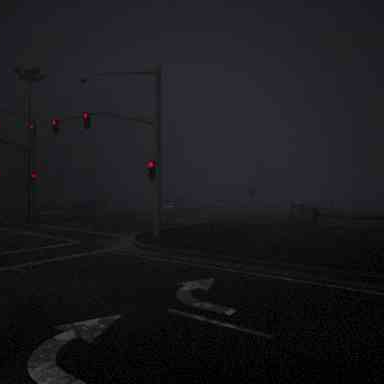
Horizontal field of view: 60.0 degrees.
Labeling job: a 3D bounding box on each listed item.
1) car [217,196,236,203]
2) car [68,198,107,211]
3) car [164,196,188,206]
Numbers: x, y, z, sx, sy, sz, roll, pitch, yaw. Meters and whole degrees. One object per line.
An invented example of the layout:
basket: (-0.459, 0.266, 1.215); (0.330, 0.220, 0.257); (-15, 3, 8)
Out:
car: (7.170, 1.598, 68.739); (2.033, 1.411, 5.357); (0, 0, 36)
car: (-12.723, 1.489, 40.608); (2.128, 1.511, 4.902); (0, 0, 35)
car: (-2.637, 1.503, 55.027); (1.837, 1.490, 4.892); (0, 0, 35)
